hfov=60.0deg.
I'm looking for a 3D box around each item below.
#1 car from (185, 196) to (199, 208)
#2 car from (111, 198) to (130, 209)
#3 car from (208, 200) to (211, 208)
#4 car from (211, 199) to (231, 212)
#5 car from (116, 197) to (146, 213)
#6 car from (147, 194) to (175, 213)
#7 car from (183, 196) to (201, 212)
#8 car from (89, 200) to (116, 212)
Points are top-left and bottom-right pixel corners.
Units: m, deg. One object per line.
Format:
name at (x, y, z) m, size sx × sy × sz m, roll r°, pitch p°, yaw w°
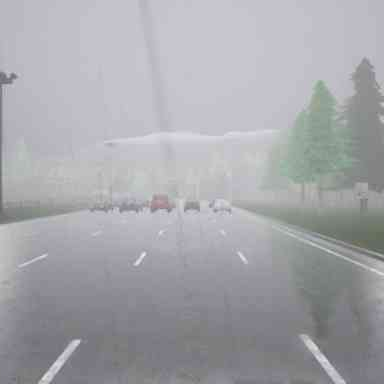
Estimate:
car at (0.031, 1.443, 50.024) m, size 2.097 × 1.767 × 4.553 m, roll 0°, pitch 0°, yaw 0°
car at (-10.471, 1.653, 48.882) m, size 1.994 × 1.385 × 4.181 m, roll 0°, pitch 0°, yaw 0°
car at (3.521, 1.654, 49.274) m, size 1.994 × 1.385 × 4.181 m, roll 0°, pitch 0°, yaw 1°
car at (3.523, 1.597, 38.979) m, size 1.812 × 1.442 × 4.674 m, roll 0°, pitch 0°, yaw 0°
car at (-6.982, 1.423, 38.601) m, size 2.097 × 1.767 × 4.553 m, roll 0°, pitch 0°, yaw 0°
car at (-3.481, 1.292, 38.510) m, size 2.150 × 2.045 × 5.566 m, roll 0°, pitch 0°, yaw 0°
car at (0.032, 1.578, 39.924) m, size 1.837 × 1.490 × 4.892 m, roll 0°, pitch 0°, yaw 0°
car at (-10.478, 1.672, 38.969) m, size 1.895 × 1.301 × 4.718 m, roll 0°, pitch 0°, yaw 0°
